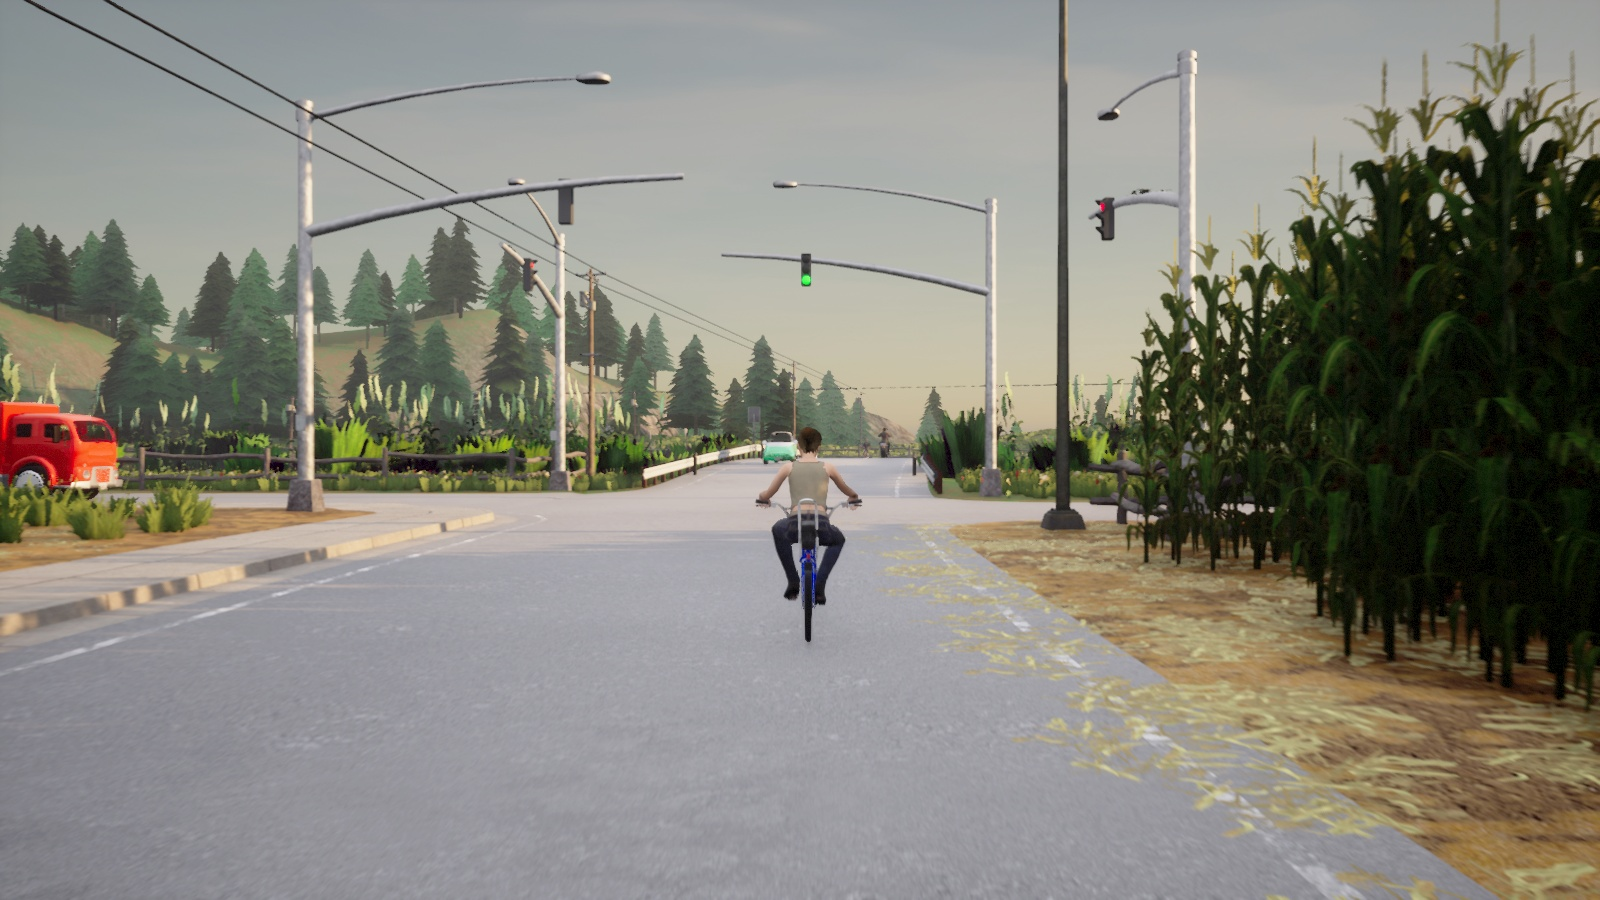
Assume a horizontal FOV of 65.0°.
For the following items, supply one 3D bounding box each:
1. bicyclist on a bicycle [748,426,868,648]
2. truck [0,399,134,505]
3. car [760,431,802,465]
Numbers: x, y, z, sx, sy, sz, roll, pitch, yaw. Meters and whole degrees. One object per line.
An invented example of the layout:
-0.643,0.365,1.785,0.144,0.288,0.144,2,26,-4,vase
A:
0.068,0.627,9.855,0.866,1.612,1.509,0,0,1,bicyclist on a bicycle
-19.628,0.036,30.778,5.204,2.467,2.627,0,0,3,truck
-0.792,-0.093,53.211,1.481,1.376,2.207,0,2,7,car
